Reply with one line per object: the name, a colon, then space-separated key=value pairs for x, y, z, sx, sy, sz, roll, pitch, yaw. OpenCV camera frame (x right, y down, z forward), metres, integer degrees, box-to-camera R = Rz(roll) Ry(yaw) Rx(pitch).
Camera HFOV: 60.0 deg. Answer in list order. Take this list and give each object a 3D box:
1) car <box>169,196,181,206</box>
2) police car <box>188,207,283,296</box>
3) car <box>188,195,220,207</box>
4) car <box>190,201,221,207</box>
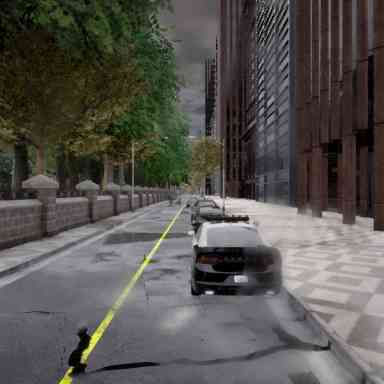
car: x=-2.813 y=1.450 z=55.526 sx=2.128 sy=1.511 sz=4.902 roll=0 pitch=0 yaw=0
police car: x=0.927 y=1.423 z=8.810 sx=1.930 sy=1.638 sz=5.238 roll=0 pitch=0 yaw=0
car: x=0.981 y=1.334 z=24.670 sx=2.097 sy=1.767 sz=4.553 roll=0 pitch=0 yaw=0
car: x=0.960 y=1.494 z=18.700 sx=1.837 sy=1.490 sz=4.892 roll=0 pitch=0 yaw=0
